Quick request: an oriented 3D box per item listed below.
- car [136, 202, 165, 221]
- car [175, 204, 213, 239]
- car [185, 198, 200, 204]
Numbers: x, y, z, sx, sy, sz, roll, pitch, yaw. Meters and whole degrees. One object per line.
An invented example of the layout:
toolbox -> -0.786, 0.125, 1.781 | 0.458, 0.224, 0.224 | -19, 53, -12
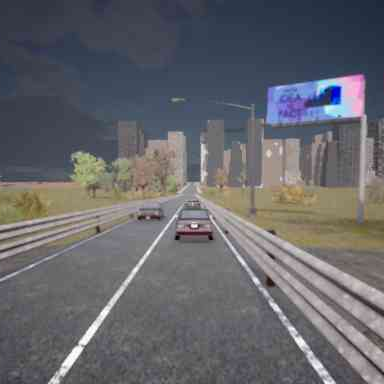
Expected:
car -> -3.278, 1.552, 27.600 | 2.033, 1.411, 5.357 | 0, 0, 0
car -> 0.102, 1.550, 17.201 | 2.033, 1.411, 5.357 | 0, 0, 0
car -> 0.108, 1.498, 42.779 | 2.128, 1.511, 4.902 | 0, 0, 0
